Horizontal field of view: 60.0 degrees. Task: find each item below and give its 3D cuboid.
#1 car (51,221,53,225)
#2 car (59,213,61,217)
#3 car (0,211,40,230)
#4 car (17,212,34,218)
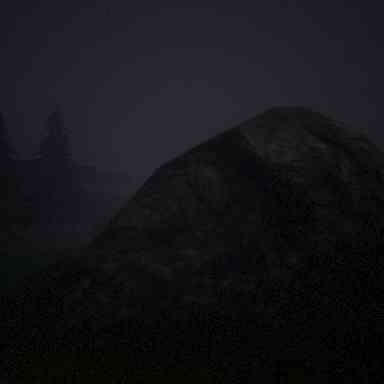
[{"bbox_3d":[-19.588,3.699,40.969,2.242,1.667,4.611,-3,-3,41],"label":"car"},{"bbox_3d":[-33.563,5.749,87.678,3.633,1.501,1.845,-3,-3,41],"label":"car"},{"bbox_3d":[-18.136,3.211,34.001,1.905,1.878,3.866,-3,-3,41],"label":"car"},{"bbox_3d":[-40.120,5.510,80.141,4.514,1.523,2.007,-3,-3,41],"label":"car"}]
